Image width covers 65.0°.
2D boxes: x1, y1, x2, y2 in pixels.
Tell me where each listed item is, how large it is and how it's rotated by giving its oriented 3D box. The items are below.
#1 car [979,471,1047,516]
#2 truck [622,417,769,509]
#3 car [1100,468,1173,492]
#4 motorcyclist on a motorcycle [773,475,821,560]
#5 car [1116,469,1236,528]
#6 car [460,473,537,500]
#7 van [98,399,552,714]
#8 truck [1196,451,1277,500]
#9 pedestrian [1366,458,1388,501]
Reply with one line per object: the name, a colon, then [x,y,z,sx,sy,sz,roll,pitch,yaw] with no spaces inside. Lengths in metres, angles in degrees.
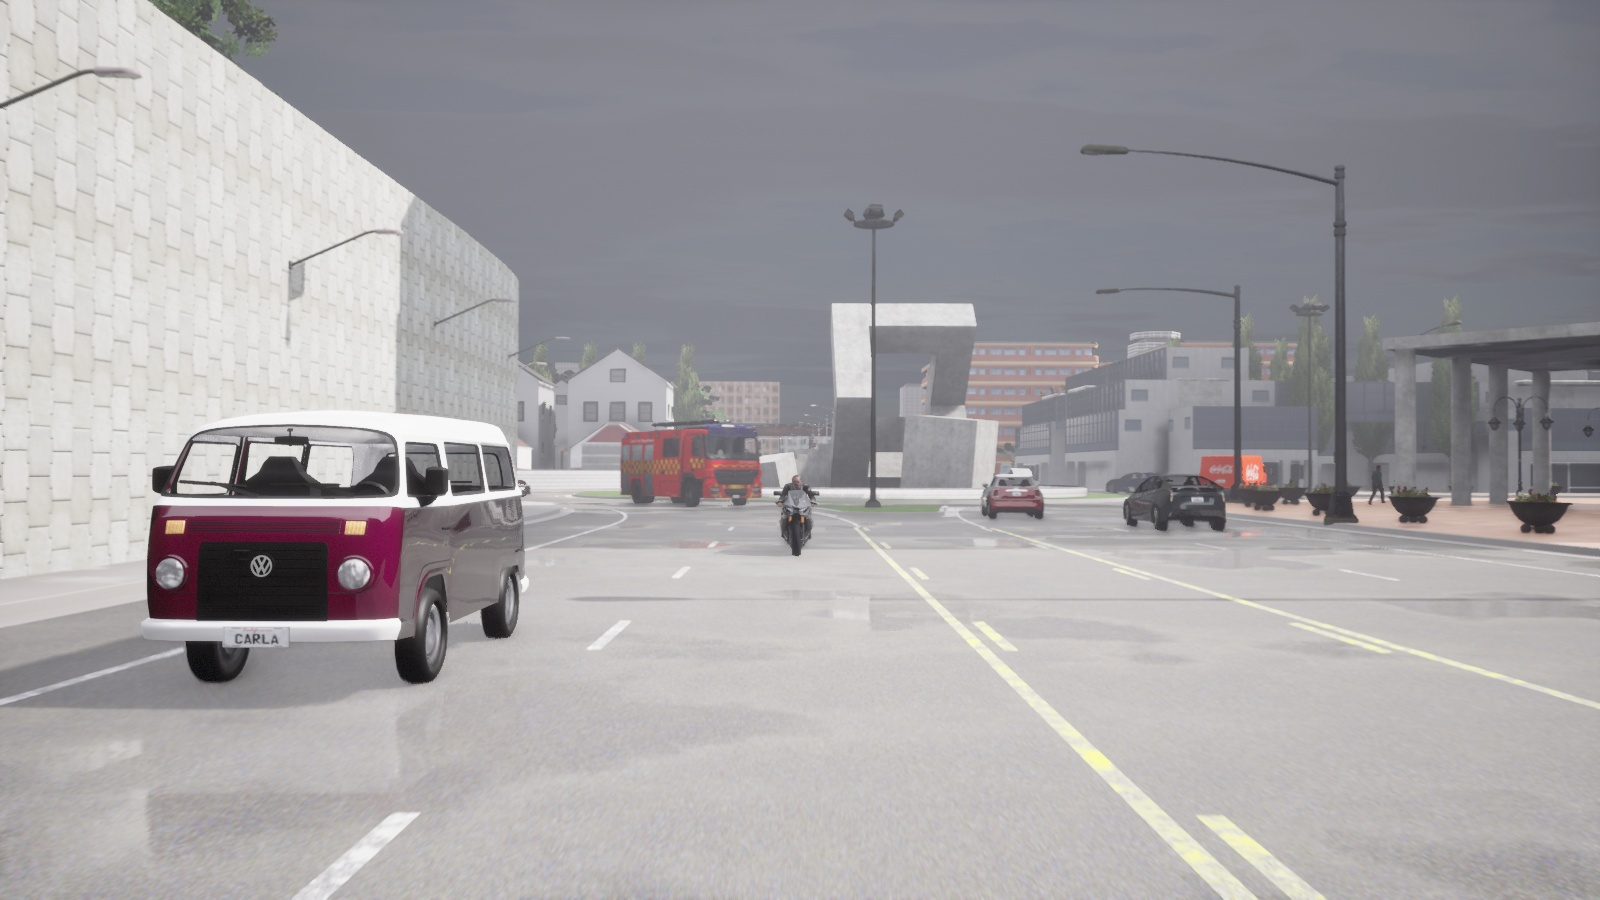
car: [7.329,1.480,43.584,1.970,1.475,3.806,0,-1,4]
truck: [-4.897,0.623,56.963,2.891,3.827,8.468,1,-1,-34]
car: [23.898,2.144,89.315,2.033,1.649,4.856,0,-1,-33]
motorcyclist on a motorcycle: [-0.057,1.249,23.861,0.866,1.530,2.191,0,-1,0]
car: [10.434,1.309,35.184,2.007,1.525,4.514,0,-1,0]
car: [-16.885,2.023,70.233,3.806,1.475,1.970,-1,-1,27]
van: [-3.527,0.726,10.398,2.069,2.038,4.480,0,-1,0]
truck: [22.969,1.341,66.001,2.627,2.467,5.204,-1,-1,36]
pedestrian: [25.905,1.318,56.367,0.788,1.949,0.423,0,-1,-22]
